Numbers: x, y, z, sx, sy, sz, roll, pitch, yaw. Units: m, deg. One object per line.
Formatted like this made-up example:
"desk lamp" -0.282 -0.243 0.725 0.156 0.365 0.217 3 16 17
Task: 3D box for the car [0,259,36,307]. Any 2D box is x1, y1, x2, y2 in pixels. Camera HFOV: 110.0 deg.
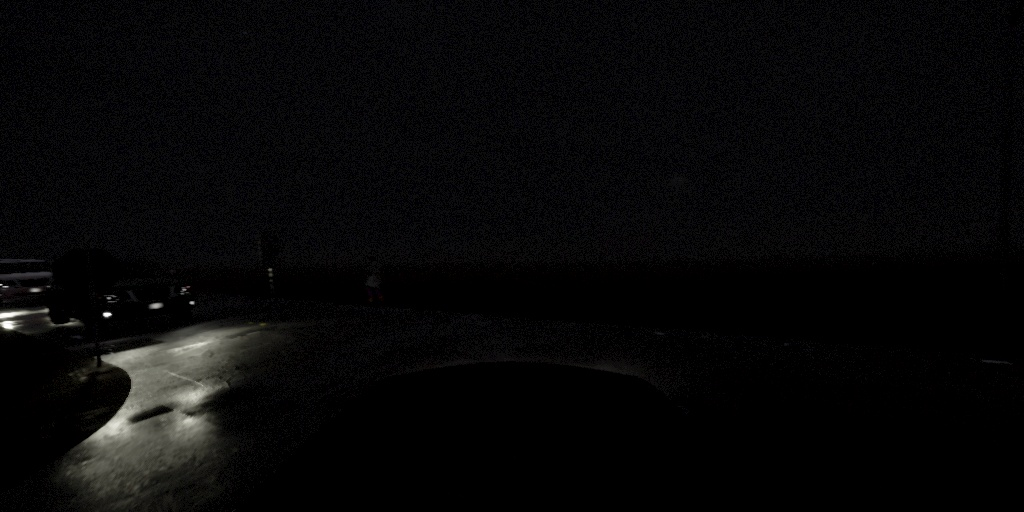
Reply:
"car" -23.620 1.181 17.153 5.566 2.045 2.150 0 3 27

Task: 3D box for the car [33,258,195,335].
"car" -12.706 1.101 11.553 5.566 2.045 2.150 -1 3 27

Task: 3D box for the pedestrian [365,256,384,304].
"pedestrian" -5.322 0.846 13.896 0.375 1.860 0.375 -3 0 27
